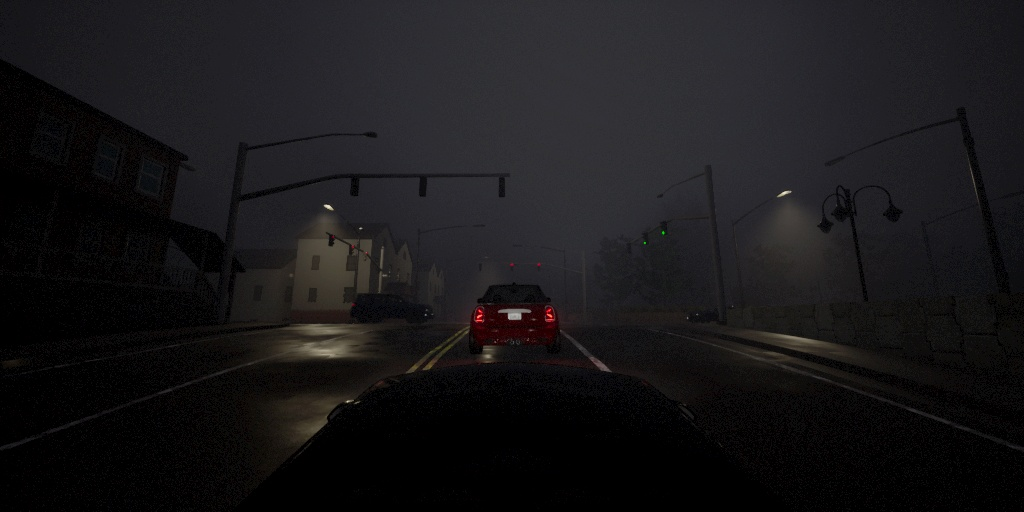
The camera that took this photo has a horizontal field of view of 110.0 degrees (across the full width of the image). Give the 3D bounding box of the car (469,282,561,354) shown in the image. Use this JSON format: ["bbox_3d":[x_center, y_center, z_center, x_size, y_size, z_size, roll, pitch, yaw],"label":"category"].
[{"bbox_3d":[0.060,1.566,10.071,2.097,1.767,4.553,-1,-6,0],"label":"car"}]

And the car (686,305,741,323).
[{"bbox_3d":[16.304,4.628,28.302,4.902,1.511,2.128,0,-10,1],"label":"car"}]

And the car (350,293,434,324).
[{"bbox_3d":[-8.318,3.685,25.059,5.566,2.045,2.150,0,-11,1],"label":"car"}]
